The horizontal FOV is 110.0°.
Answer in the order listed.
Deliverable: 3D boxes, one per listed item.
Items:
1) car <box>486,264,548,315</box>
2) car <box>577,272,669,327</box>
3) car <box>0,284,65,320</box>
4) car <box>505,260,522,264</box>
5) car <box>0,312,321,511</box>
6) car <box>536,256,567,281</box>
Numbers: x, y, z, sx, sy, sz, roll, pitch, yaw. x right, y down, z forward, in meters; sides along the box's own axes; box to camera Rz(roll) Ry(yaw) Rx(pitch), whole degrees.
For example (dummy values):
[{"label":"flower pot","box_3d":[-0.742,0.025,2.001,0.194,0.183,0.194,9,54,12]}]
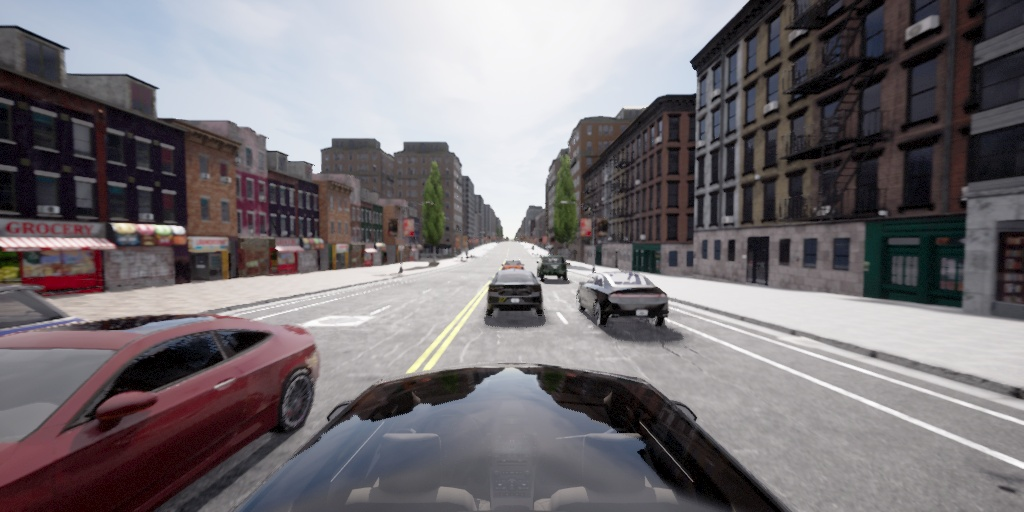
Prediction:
[{"label":"car","box_3d":[0.096,1.238,13.639,1.882,1.535,5.008,0,0,0]},{"label":"car","box_3d":[3.345,1.251,11.649,2.128,1.511,4.902,0,0,0]},{"label":"car","box_3d":[-6.599,1.103,2.919,2.097,1.767,4.553,0,0,0]},{"label":"car","box_3d":[0.090,1.115,32.677,2.097,1.767,4.553,0,0,0]},{"label":"car","box_3d":[-3.350,1.277,2.834,1.812,1.442,4.674,0,0,0]},{"label":"car","box_3d":[3.339,0.984,30.571,2.150,2.045,5.566,0,0,0]}]
